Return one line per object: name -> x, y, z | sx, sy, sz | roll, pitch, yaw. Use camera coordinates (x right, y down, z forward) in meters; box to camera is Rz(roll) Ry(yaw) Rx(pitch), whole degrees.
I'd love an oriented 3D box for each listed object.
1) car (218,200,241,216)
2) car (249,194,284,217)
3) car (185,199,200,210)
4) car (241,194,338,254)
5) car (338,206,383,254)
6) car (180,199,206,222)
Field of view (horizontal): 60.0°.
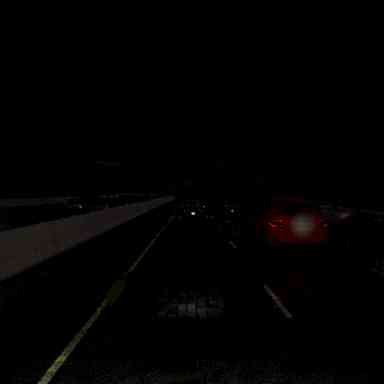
car -> 3.592, 1.468, 32.073 | 2.128, 1.511, 4.902 | 0, 0, 0
car -> 7.091, 1.197, 32.279 | 2.150, 2.045, 5.566 | 0, 0, 0
car -> 0.088, 1.567, 42.968 | 1.895, 1.301, 4.718 | 0, 0, 0
car -> 3.596, 1.211, 13.593 | 2.150, 2.045, 5.566 | 0, 0, 0
car -> 7.097, 1.516, 13.309 | 1.812, 1.442, 4.674 | 0, 0, 0
car -> 0.092, 1.544, 26.429 | 1.994, 1.385, 4.181 | 0, 0, 0
